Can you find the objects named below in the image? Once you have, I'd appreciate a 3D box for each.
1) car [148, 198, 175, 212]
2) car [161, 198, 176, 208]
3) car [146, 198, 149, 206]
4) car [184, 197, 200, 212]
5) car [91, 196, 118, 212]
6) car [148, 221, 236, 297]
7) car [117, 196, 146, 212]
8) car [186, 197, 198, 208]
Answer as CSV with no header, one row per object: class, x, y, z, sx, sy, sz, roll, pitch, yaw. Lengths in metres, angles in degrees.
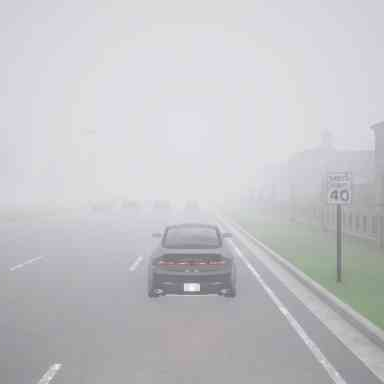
car,-3.501,1.491,39.148,2.128,1.511,4.902,0,0,0
car,-3.501,1.601,49.622,1.895,1.301,4.718,0,0,0
car,-7.002,1.564,49.568,1.994,1.385,4.181,0,0,0
car,-0.001,1.547,39.148,2.033,1.411,5.357,0,0,0
car,-10.501,1.564,39.531,1.994,1.385,4.181,0,0,0
car,0.000,1.504,8.535,1.837,1.490,4.892,0,0,0
car,-7.001,1.477,39.148,1.882,1.535,5.008,0,0,0
car,-0.002,1.526,49.568,1.812,1.442,4.674,0,0,0
